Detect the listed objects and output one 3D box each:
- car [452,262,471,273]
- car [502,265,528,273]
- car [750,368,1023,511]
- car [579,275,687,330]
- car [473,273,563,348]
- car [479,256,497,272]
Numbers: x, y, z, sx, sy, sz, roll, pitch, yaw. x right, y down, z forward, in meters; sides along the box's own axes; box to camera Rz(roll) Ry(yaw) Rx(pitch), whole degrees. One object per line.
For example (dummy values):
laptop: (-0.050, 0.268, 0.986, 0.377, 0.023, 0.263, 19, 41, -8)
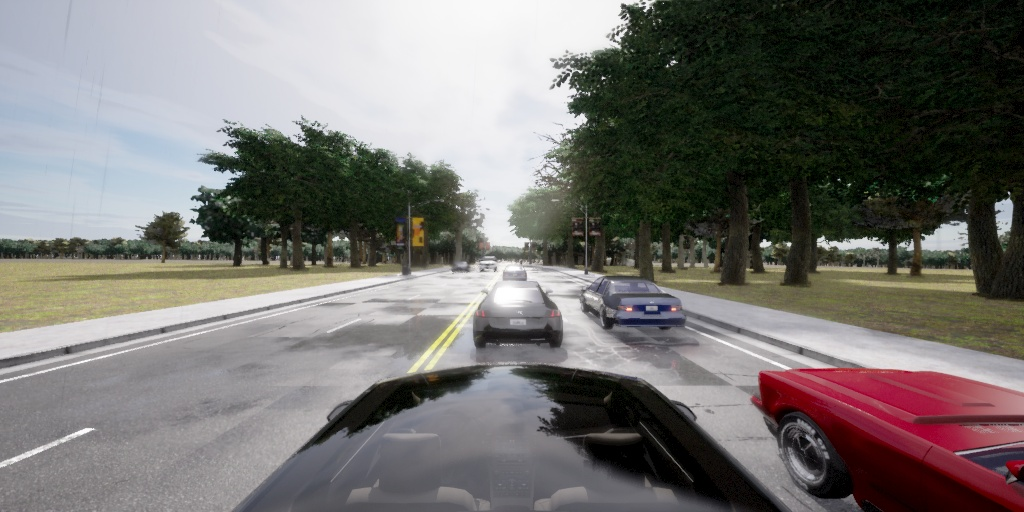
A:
car: (-6.385, 1.418, 45.544, 1.994, 1.385, 4.181, 0, 0, 0)
car: (0.210, 1.349, 27.094, 2.033, 1.411, 5.357, 0, 0, 1)
car: (3.349, 1.351, 1.506, 1.895, 1.301, 4.718, 0, 0, 0)
car: (3.386, 1.307, 11.123, 2.033, 1.411, 5.357, 0, 0, 1)
car: (0.133, 1.319, 9.286, 1.994, 1.385, 4.181, 0, 0, 0)
car: (-3.131, 1.082, 48.224, 2.150, 2.045, 5.566, 0, 0, 0)
